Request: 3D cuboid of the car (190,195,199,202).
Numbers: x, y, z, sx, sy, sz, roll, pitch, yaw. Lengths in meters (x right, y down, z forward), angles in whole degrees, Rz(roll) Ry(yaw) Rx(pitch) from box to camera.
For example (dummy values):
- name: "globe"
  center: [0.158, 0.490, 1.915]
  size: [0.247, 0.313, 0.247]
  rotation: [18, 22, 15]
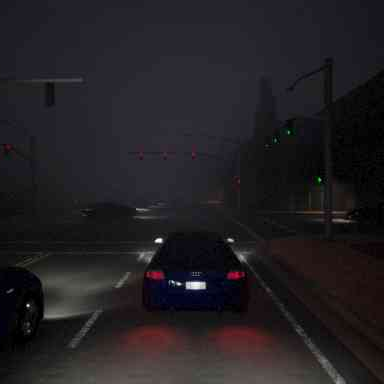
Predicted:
- name: "car"
  center: [0.584, 1.535, 72.637]
  size: [2.033, 1.411, 5.357]
  rotation: [0, 0, 2]

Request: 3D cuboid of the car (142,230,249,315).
- name: "car"
  center: [0.066, 1.564, 7.677]
  size: [1.994, 1.385, 4.181]
  rotation: [0, 0, 0]

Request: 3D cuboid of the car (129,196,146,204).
- name: "car"
  center: [-10.230, 1.489, 62.903]
  size: [2.128, 1.511, 4.902]
  rotation: [0, 0, 2]

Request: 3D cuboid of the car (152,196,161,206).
- name: "car"
  center: [-6.918, 1.526, 56.243]
  size: [1.812, 1.442, 4.674]
  rotation: [0, 0, 2]

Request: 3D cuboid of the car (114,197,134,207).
- name: "car"
  center: [-10.526, 1.564, 51.801]
  size: [1.994, 1.385, 4.181]
  rotation: [0, 0, 4]

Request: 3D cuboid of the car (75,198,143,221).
- name: "car"
  center: [-6.746, 1.505, 27.456]
  size: [1.837, 1.490, 4.892]
  rotation: [3, 2, 40]

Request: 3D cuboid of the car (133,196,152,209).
- name: "car"
  center: [-7.169, 1.564, 46.102]
  size: [1.994, 1.385, 4.181]
  rotation: [0, 0, 2]

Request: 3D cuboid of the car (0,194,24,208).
- name: "car"
  center: [-24.969, 1.153, 43.146]
  size: [4.605, 1.855, 1.932]
  rotation: [0, 0, 0]

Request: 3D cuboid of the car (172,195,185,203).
- name: "car"
  center: [-2.927, 1.563, 68.454]
  size: [1.994, 1.385, 4.181]
  rotation: [0, 0, 1]

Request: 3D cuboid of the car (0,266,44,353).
- name: "car"
  center: [-3.442, 1.352, 3.538]
  size: [2.097, 1.767, 4.553]
  rotation: [0, 0, 0]

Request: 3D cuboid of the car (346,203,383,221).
- name: "car"
  center: [15.241, 1.547, 26.458]
  size: [5.357, 1.411, 2.033]
  rotation: [0, 0, 0]

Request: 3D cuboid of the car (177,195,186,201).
- name: "car"
  center: [-2.644, 1.500, 83.028]
  size: [1.837, 1.490, 4.892]
  rotation: [0, 0, 2]

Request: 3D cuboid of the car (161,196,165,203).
- name: "car"
  center: [-6.606, 1.564, 66.559]
  size: [1.994, 1.385, 4.181]
  rotation: [0, 0, 2]

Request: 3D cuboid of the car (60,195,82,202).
- name: "car"
  center: [-24.924, 1.395, 68.560]
  size: [3.806, 1.475, 1.970]
  rotation: [0, 0, 0]

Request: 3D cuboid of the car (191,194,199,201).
- name: "car"
  center: [0.864, 1.395, 83.281]
  size: [1.882, 1.535, 5.008]
  rotation: [0, 0, 2]

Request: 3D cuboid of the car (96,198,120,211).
- name: "car"
  center: [-10.734, 1.505, 42.892]
  size: [1.837, 1.490, 4.892]
  rotation: [0, 0, 1]

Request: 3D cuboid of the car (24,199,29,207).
- name: "car"
  center: [-24.912, 1.156, 46.041]
  size: [3.866, 1.878, 1.905]
  rotation: [0, 0, 0]

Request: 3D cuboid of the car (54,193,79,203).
- name: "car"
  center: [-24.937, 1.156, 65.664]
  size: [3.866, 1.878, 1.905]
  rotation: [0, 0, 0]
